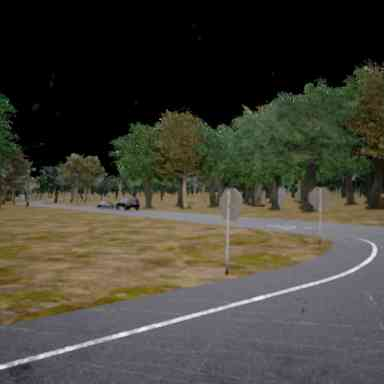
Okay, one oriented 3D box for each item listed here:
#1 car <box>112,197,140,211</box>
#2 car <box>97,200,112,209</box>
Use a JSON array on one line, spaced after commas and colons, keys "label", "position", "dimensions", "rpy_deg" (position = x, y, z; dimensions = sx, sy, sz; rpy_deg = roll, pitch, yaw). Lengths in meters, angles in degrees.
[{"label": "car", "position": [-10.101, 1.845, 52.076], "dimensions": [2.150, 2.045, 5.566], "rpy_deg": [2, -2, -34]}, {"label": "car", "position": [-15.712, 2.277, 60.221], "dimensions": [2.128, 1.511, 4.902], "rpy_deg": [2, -2, -34]}]
